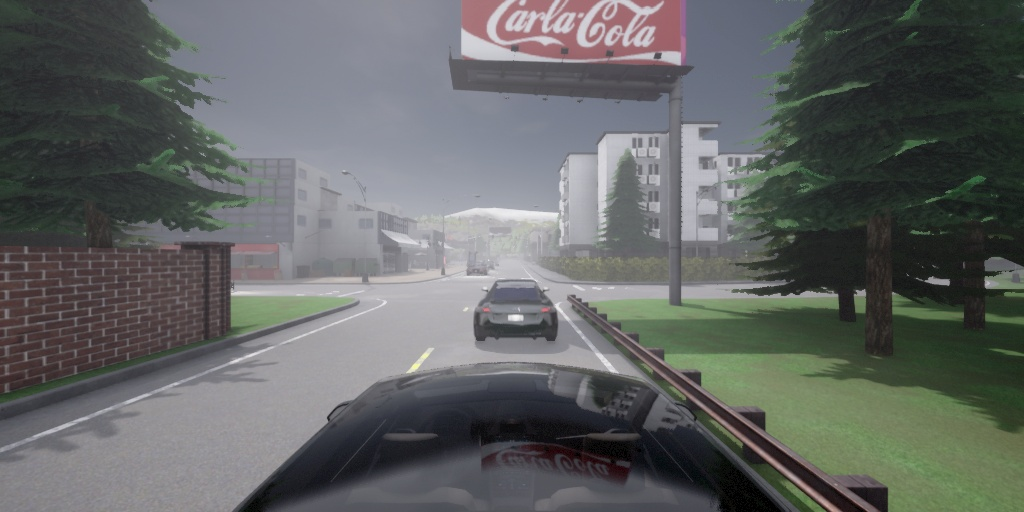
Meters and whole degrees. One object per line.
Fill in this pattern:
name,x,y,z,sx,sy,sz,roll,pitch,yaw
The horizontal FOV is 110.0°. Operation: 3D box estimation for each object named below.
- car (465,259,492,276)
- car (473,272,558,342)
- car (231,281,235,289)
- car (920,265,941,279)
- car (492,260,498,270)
car,-3.518,1.317,37.170,1.994,1.385,4.181,0,0,1
car,0.096,1.315,9.826,1.994,1.385,4.181,0,0,0
car,-18.725,1.492,20.883,4.181,1.385,1.994,0,0,1
car,41.638,1.477,34.558,2.033,1.411,5.357,0,0,42
car,-3.489,1.246,51.455,2.128,1.511,4.902,0,0,0
